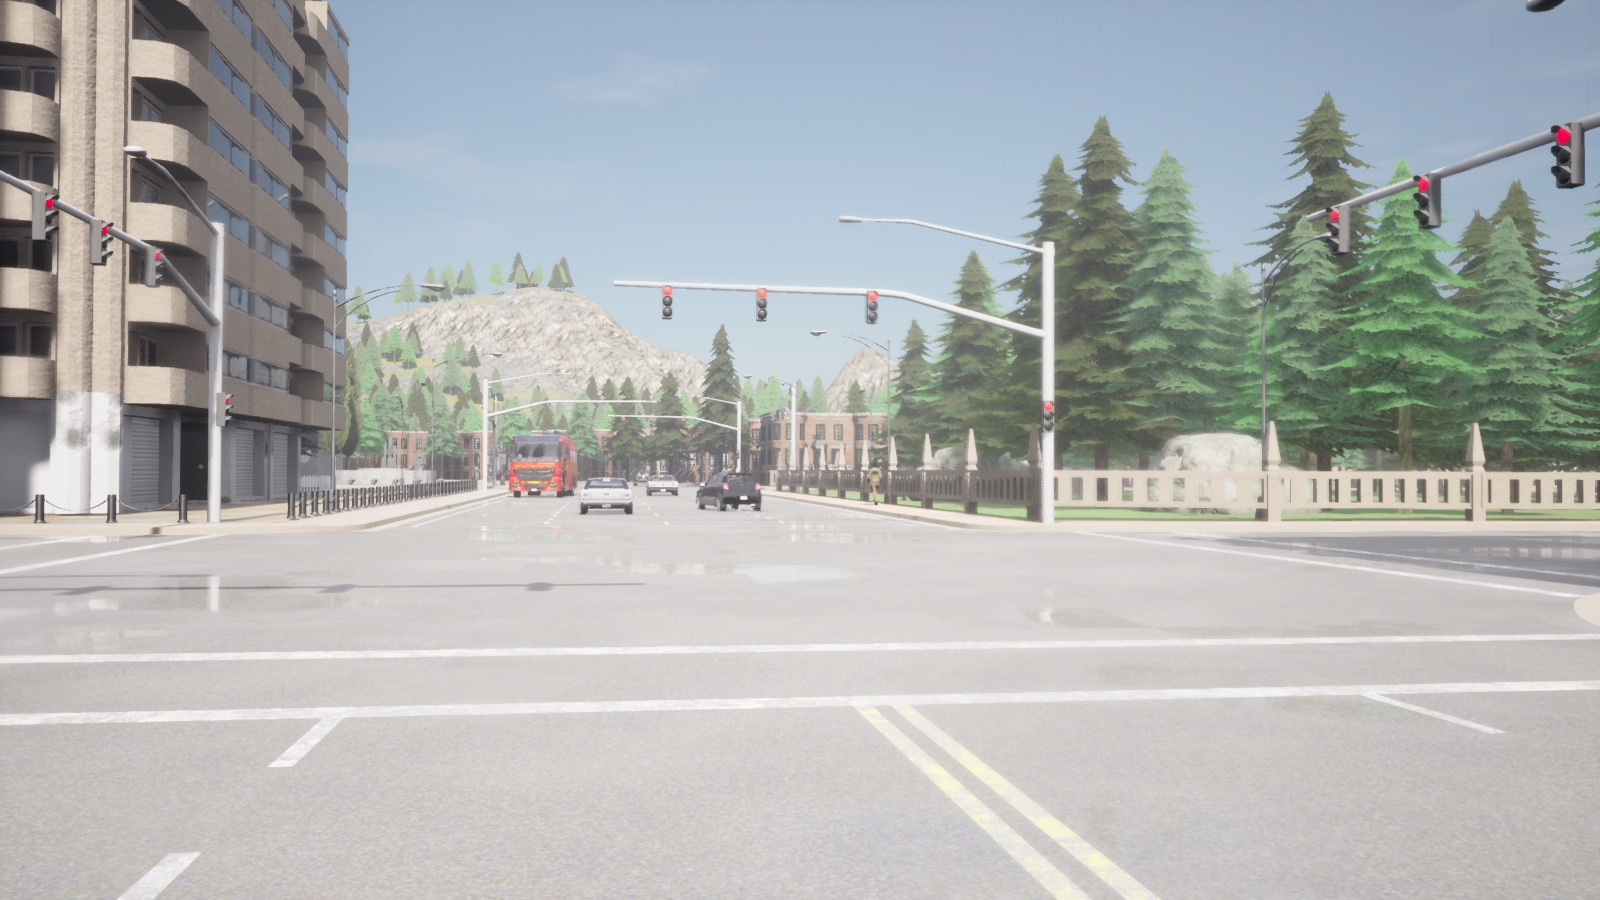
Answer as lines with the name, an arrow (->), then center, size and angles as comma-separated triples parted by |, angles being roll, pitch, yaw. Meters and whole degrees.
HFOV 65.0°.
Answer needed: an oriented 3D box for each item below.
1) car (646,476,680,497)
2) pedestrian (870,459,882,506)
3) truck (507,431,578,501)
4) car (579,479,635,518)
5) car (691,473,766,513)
car -> -8.640, 2.270, 78.742 | 1.895, 1.301, 4.718 | 0, -1, -9
pedestrian -> 3.125, 1.331, 51.889 | 0.396, 1.930, 0.692 | 0, -1, -6
truck -> -14.849, 0.934, 73.036 | 2.891, 3.827, 8.468 | 0, -1, -4
car -> -7.007, 1.707, 45.530 | 1.895, 1.301, 4.718 | 0, -1, -9
car -> -2.858, 1.669, 49.458 | 1.845, 1.501, 3.633 | 0, -1, -23
